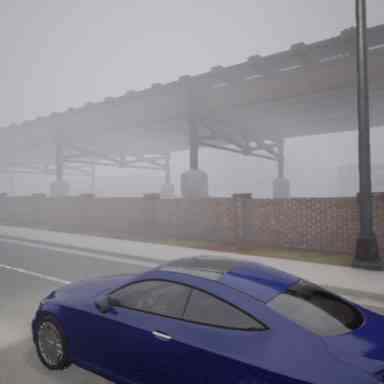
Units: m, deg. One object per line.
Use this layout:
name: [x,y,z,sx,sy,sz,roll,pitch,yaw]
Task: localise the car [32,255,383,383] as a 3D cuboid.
car: [-0.001,1.526,3.993,4.674,1.442,1.812,0,0,36]
